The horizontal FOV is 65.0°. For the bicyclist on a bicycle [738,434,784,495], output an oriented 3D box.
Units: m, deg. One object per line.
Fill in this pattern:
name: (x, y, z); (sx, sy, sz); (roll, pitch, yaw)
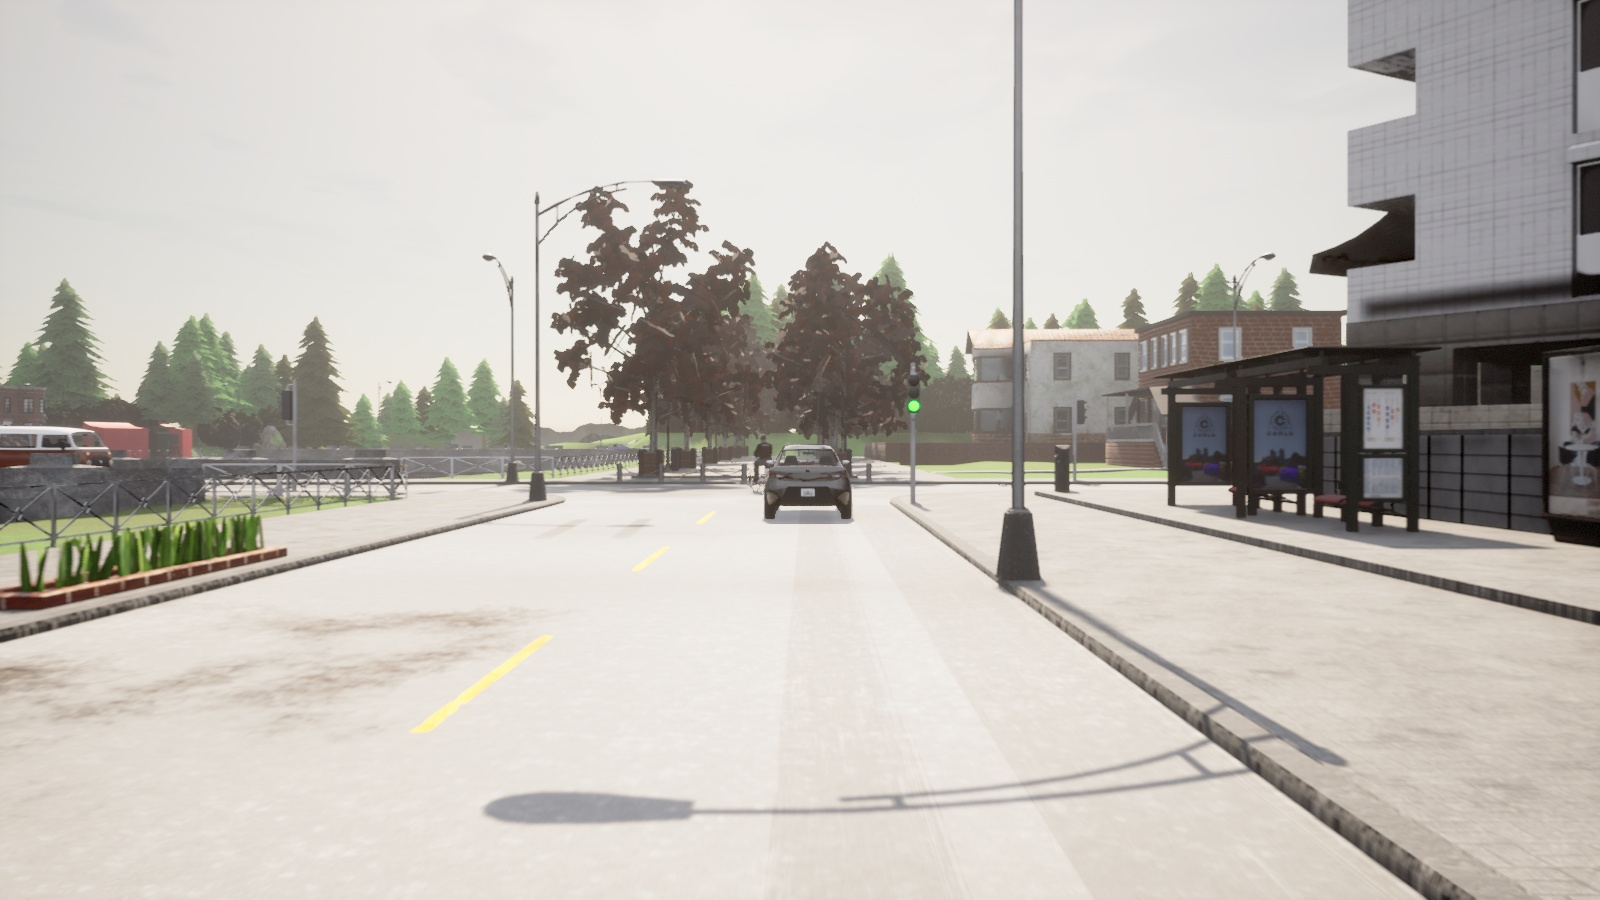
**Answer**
bicyclist on a bicycle: (-1.187, 0.404, 37.666); (0.659, 1.776, 1.843); (-2, 1, -26)

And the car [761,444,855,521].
car: (0.166, 0.613, 26.206); (1.816, 1.474, 4.193); (0, 0, 0)

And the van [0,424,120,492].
van: (-23.947, 0.231, 39.022); (4.480, 2.038, 2.069); (0, 0, 0)
